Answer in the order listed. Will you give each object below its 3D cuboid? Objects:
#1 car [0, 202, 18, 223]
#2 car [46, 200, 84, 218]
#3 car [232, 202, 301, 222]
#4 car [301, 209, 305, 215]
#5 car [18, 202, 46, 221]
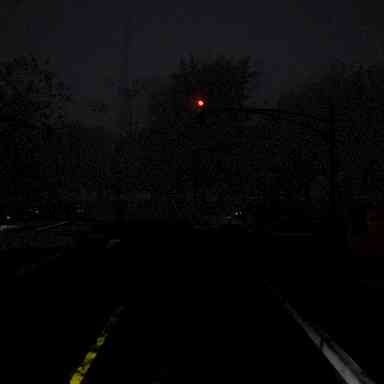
[{"bbox_3d":[-14.901,1.472,22.823,4.674,1.442,1.812,0,0,0],"label":"car"},{"bbox_3d":[-12.167,1.457,29.533,4.902,1.511,2.128,0,0,0],"label":"car"},{"bbox_3d":[5.557,1.532,25.896,4.892,1.490,1.837,0,0,-6],"label":"car"},{"bbox_3d":[7.447,1.640,29.603,4.718,1.301,1.895,0,0,0],"label":"car"},{"bbox_3d":[-14.239,1.517,26.274,4.181,1.385,1.994,0,0,0],"label":"car"}]
